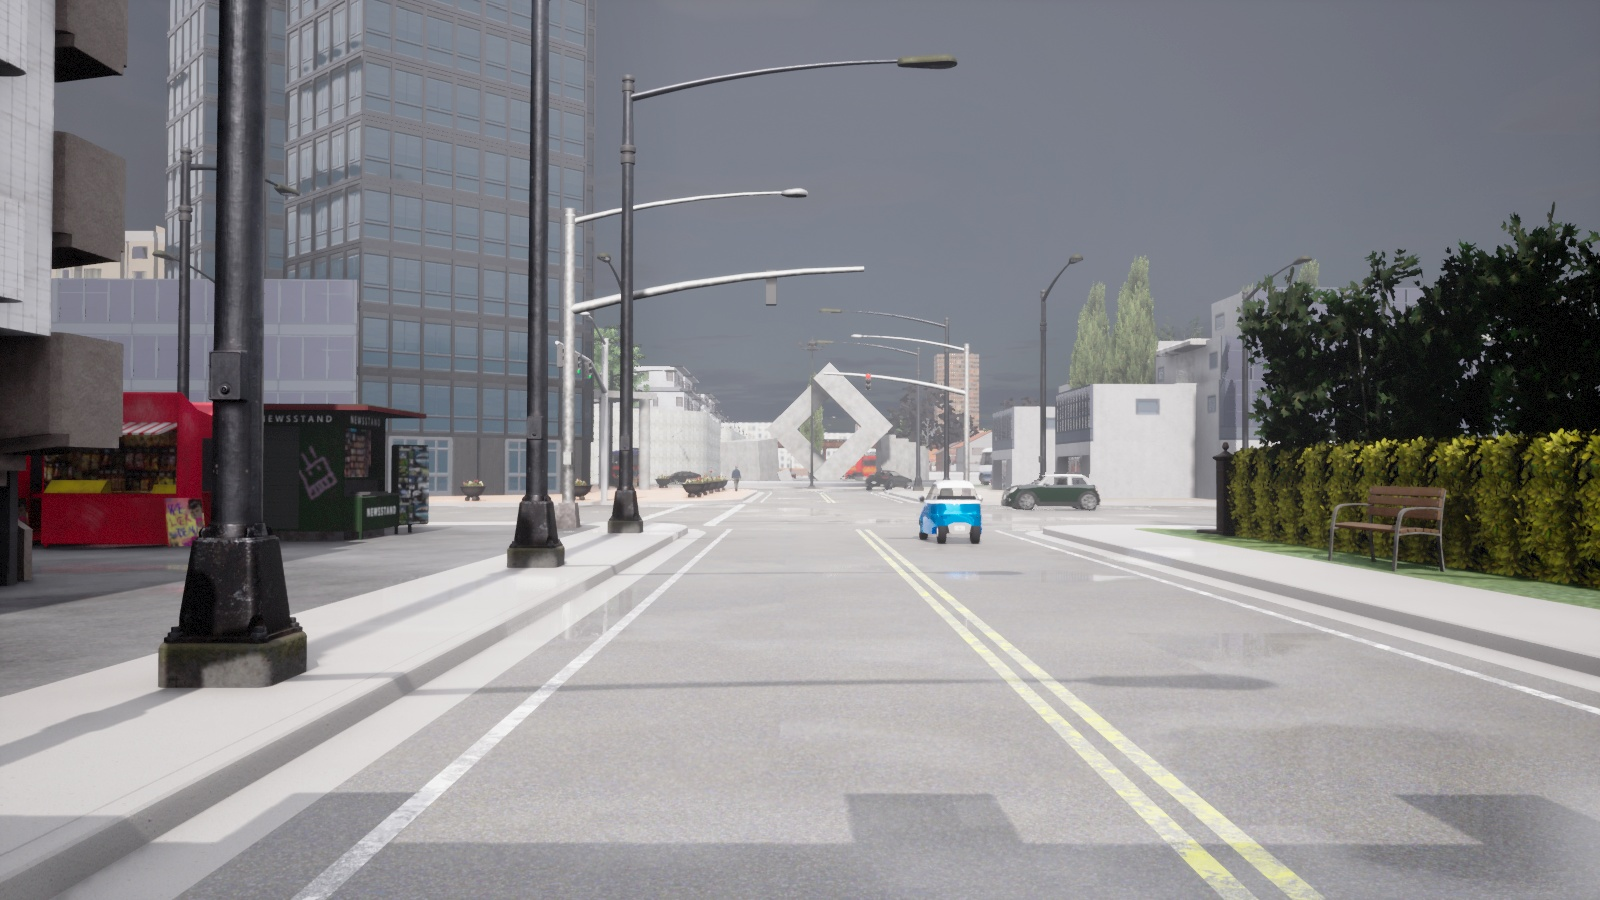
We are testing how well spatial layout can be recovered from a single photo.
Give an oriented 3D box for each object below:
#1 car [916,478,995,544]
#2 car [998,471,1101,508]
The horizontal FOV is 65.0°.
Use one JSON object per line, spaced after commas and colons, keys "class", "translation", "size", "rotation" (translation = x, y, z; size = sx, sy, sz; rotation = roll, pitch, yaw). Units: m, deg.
{"class": "car", "translation": [3.429, 1.324, 27.981], "size": [1.481, 1.376, 2.207], "rotation": [0, -1, 0]}
{"class": "car", "translation": [10.115, 1.596, 51.111], "size": [3.806, 1.475, 1.970], "rotation": [0, -1, -1]}
